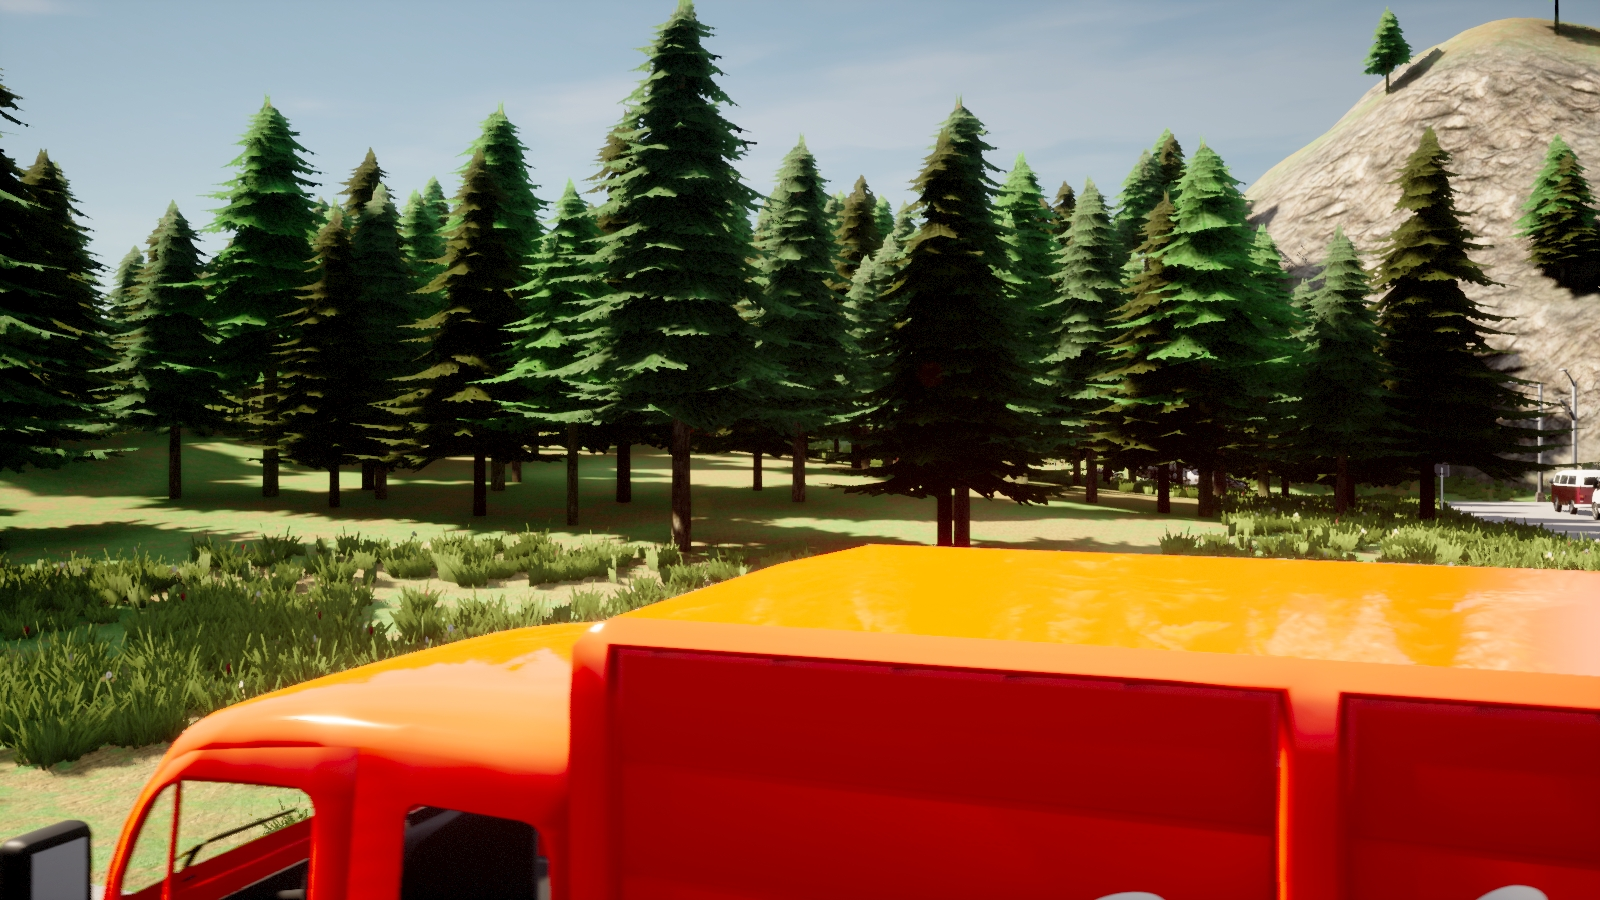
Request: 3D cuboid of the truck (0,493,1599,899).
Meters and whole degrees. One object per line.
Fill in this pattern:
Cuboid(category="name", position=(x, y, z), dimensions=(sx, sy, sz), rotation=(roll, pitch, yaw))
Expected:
Cuboid(category="truck", position=(0.609, 1.427, 3.117), dimensions=(5.204, 2.467, 2.627), rotation=(0, 0, 20))

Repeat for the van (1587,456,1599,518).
Cuboid(category="van", position=(33.726, 1.534, 45.978), dimensions=(1.988, 2.561, 5.915), rotation=(0, 0, 20))

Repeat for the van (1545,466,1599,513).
Cuboid(category="van", position=(36.159, 1.782, 52.642), dimensions=(2.069, 2.038, 4.480), rotation=(0, 0, 20))
